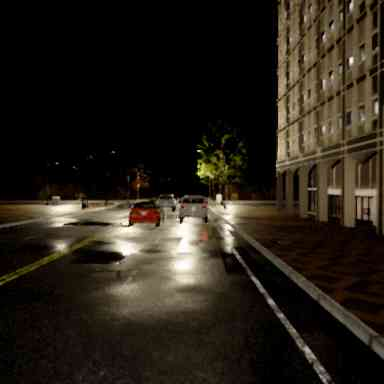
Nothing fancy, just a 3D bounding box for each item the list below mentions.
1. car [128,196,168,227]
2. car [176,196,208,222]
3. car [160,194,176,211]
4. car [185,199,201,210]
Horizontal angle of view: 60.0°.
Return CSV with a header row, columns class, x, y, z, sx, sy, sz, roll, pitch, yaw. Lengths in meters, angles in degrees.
class,x,y,z,sx,sy,sz,roll,pitch,yaw
car,-3.141,1.422,23.710,2.097,1.767,4.553,0,0,0
car,0.110,1.297,26.834,2.150,2.045,5.566,0,0,0
car,-3.135,1.328,42.161,2.150,2.045,5.566,0,0,0
car,0.116,1.676,44.738,1.994,1.385,4.181,0,0,0
